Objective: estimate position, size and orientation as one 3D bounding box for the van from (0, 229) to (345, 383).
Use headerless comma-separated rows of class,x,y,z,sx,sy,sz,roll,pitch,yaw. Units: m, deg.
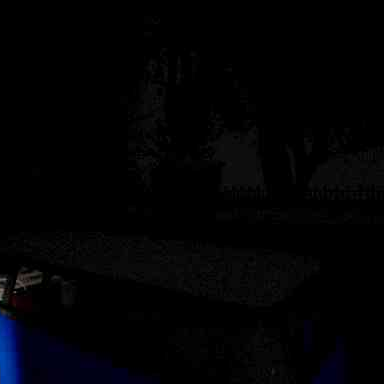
van,-0.667,1.341,3.188,3.998,1.788,1.690,0,0,35
